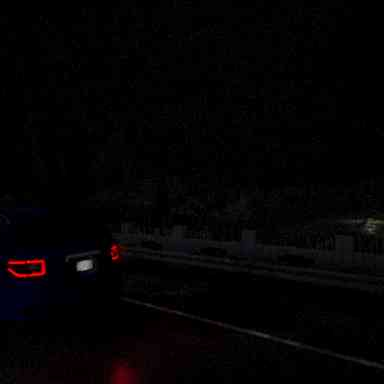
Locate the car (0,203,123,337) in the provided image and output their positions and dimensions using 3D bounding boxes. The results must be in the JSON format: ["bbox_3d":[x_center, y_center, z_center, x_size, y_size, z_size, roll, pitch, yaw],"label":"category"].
[{"bbox_3d":[-3.852,1.241,6.735,5.566,2.045,2.150,0,0,35],"label":"car"}]
